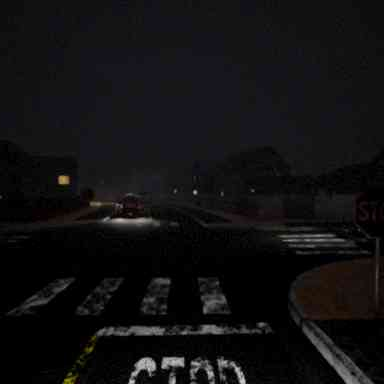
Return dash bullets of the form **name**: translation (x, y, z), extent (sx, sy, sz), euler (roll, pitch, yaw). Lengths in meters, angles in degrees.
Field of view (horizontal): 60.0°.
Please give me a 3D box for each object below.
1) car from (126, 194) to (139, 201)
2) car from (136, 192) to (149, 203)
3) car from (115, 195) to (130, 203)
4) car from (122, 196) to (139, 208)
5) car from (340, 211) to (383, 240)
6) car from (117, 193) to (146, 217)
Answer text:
- **car**: translation (-12.330, 1.179, 68.572), extent (1.994, 1.385, 4.181), euler (-1, 0, -20)
- **car**: translation (-9.010, 0.965, 58.616), extent (2.150, 2.045, 5.566), euler (0, 0, -18)
- **car**: translation (-12.994, 1.264, 62.110), extent (2.128, 1.511, 4.902), euler (-1, 0, -18)
- **car**: translation (-8.487, 1.328, 45.752), extent (2.033, 1.411, 5.357), euler (0, 0, -13)
- **car**: translation (8.860, 1.002, 14.264), extent (4.553, 1.767, 2.097), euler (-1, 1, 1)
- **car**: translation (-5.211, 1.177, 28.599), extent (2.097, 1.767, 4.553), euler (0, 0, -9)
